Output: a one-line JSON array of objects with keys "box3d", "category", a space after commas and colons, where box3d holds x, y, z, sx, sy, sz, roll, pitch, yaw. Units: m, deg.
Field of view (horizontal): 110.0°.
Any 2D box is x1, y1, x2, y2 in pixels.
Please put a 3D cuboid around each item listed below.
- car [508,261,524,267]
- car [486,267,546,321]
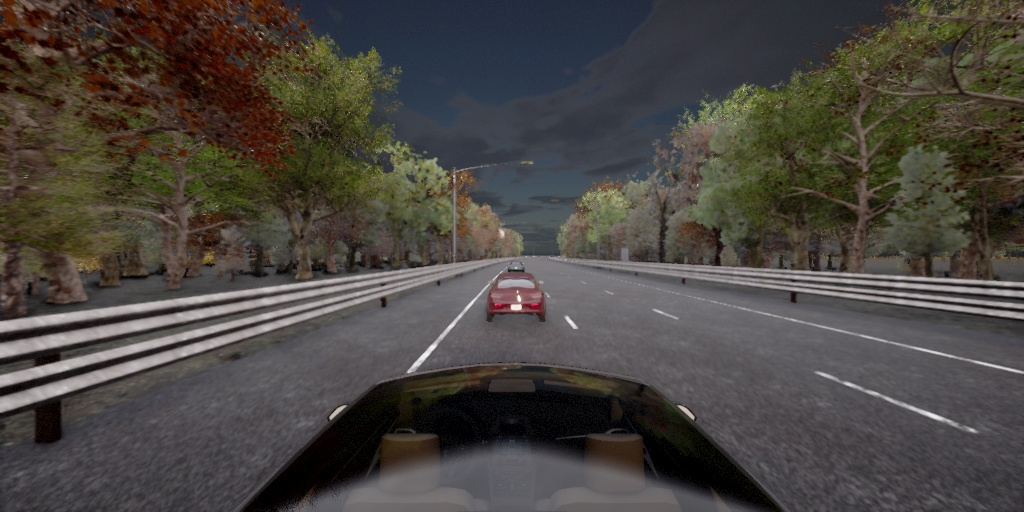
[{"box3d": [0.499, 1.314, 42.554, 1.994, 1.385, 4.181, 0, 0, 1], "category": "car"}, {"box3d": [0.133, 1.276, 12.359, 1.812, 1.442, 4.674, 0, 0, 0], "category": "car"}]
